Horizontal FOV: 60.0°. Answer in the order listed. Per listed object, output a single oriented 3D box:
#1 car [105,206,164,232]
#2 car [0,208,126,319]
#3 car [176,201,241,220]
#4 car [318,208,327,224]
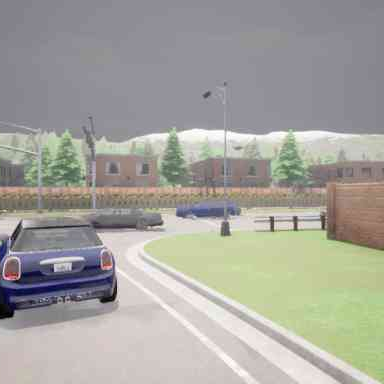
[{"bbox_3d":[-4.340,1.547,19.276,5.357,1.411,2.033,0,0,-14],"label":"car"},{"bbox_3d":[-3.299,1.352,7.757,2.097,1.767,4.553,0,0,-28],"label":"car"},{"bbox_3d":[1.157,1.477,27.827,5.008,1.535,1.882,0,0,-14],"label":"car"},{"bbox_3d":[11.072,1.353,23.045,4.553,1.767,2.097,0,0,-14],"label":"car"}]
